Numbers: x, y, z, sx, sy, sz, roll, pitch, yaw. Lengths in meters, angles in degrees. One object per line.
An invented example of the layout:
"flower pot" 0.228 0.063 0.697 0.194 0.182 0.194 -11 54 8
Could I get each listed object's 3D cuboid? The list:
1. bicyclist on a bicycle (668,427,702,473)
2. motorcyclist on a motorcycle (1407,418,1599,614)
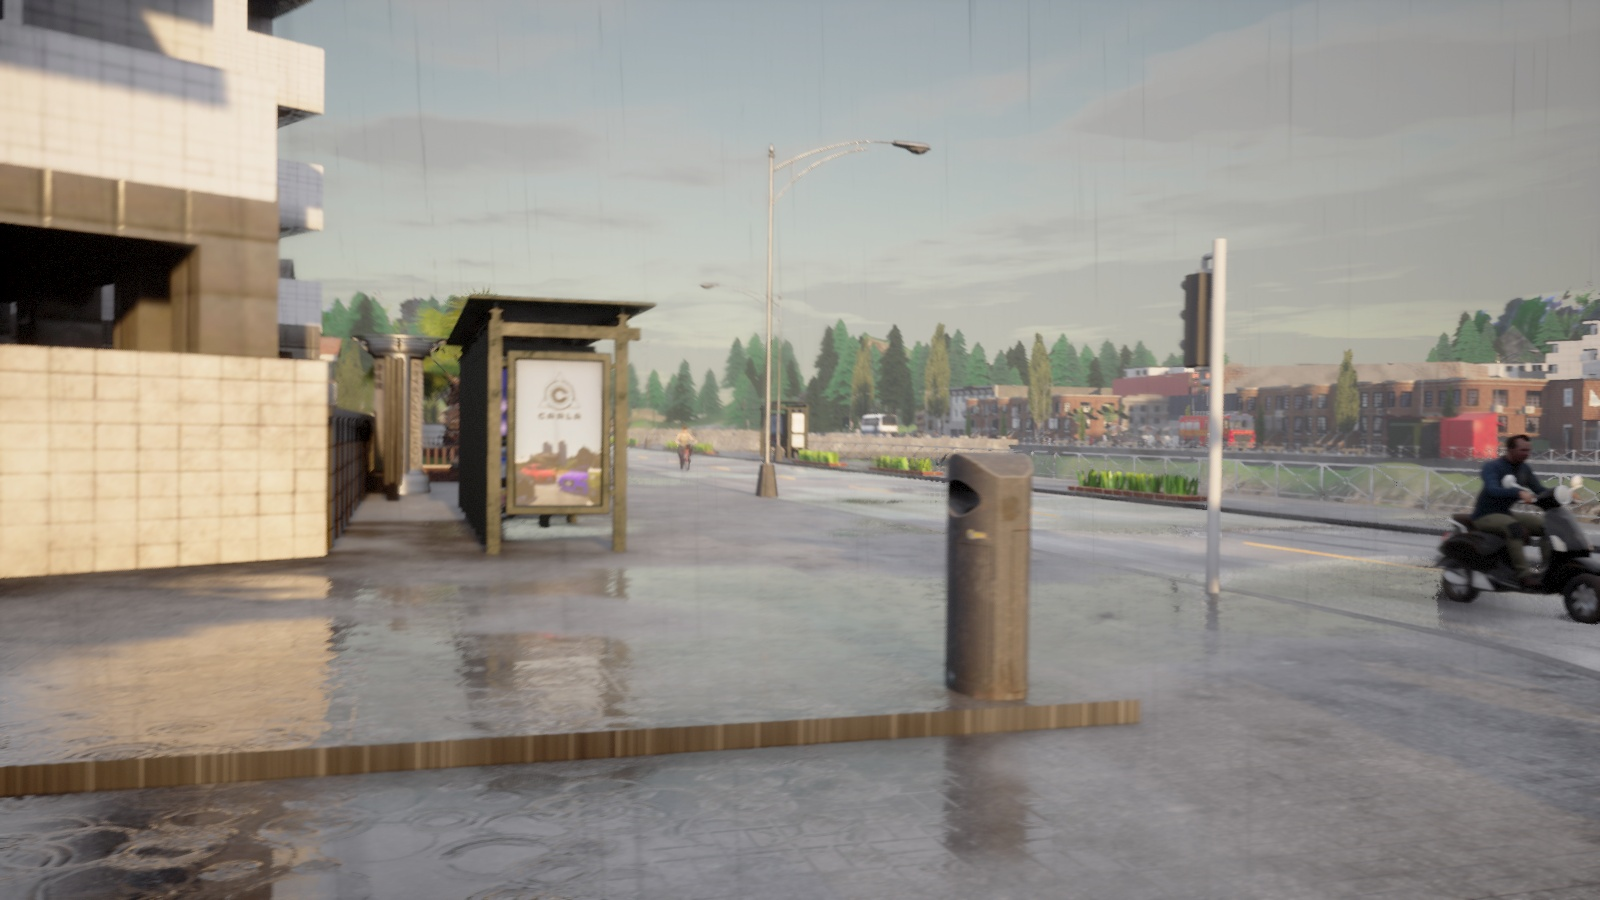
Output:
"bicyclist on a bicycle" -4.082 -0.019 44.515 0.866 1.612 1.509 -1 1 -18
"motorcyclist on a motorcycle" 6.441 0.518 11.158 0.866 1.590 1.817 -1 1 -18
